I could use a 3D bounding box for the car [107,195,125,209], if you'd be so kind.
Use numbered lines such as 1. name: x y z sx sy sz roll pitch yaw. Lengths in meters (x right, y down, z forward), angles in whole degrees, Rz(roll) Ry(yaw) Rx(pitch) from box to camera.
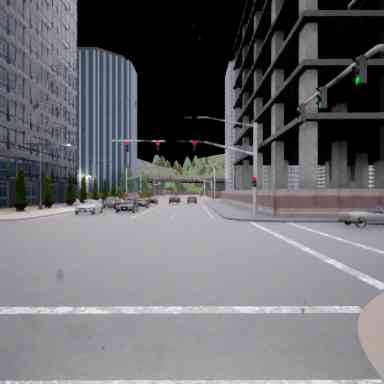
1. car: -10.586 1.352 43.401 2.097 1.767 4.553 0 0 0

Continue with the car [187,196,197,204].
1. car: 0.020 1.492 64.593 2.128 1.511 4.902 0 0 0

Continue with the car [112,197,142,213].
1. car: -7.088 1.564 36.785 1.994 1.385 4.181 0 0 0

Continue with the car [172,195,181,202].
1. car: -3.477 1.508 73.669 1.812 1.442 4.674 0 0 0

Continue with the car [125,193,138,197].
1. car: -10.564 1.212 58.313 2.150 2.045 5.566 0 1 0

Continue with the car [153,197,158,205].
1. car: -7.060 1.600 58.540 1.895 1.301 4.718 0 0 0

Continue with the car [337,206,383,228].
1. car: 11.886 1.545 21.265 4.718 1.301 1.895 0 0 0

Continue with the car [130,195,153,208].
1. car: -7.084 1.564 46.694 1.994 1.385 4.181 0 0 0

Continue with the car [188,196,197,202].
1. car: 0.023 1.579 73.698 1.895 1.301 4.718 0 0 0

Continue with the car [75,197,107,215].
1. car: -10.587 1.526 34.468 1.812 1.442 4.674 0 0 0

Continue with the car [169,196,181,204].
1. car: -3.480 1.505 64.595 1.837 1.490 4.892 0 0 0
